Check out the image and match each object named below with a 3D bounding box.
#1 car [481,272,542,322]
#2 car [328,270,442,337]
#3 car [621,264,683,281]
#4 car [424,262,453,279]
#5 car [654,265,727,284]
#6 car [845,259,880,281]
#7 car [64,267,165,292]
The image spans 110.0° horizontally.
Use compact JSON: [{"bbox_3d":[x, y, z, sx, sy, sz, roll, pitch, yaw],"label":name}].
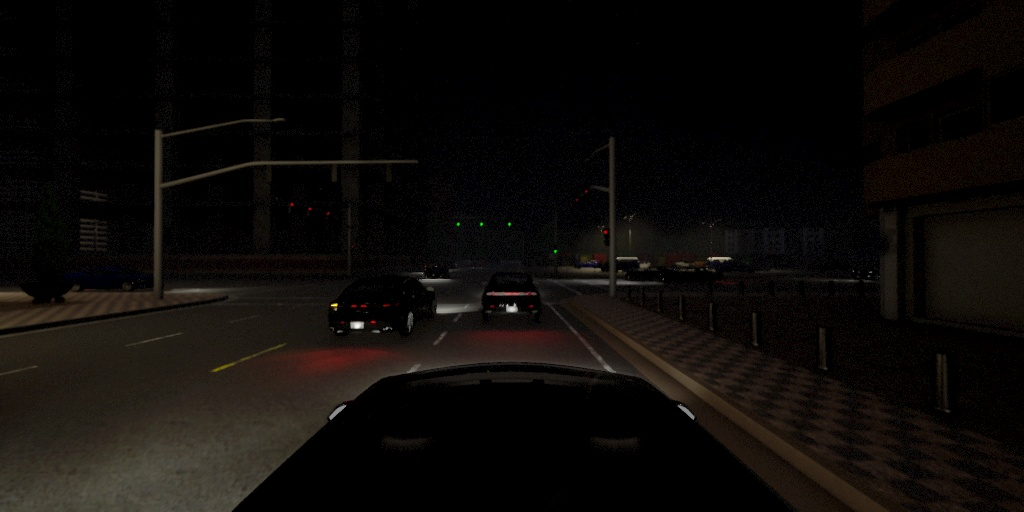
[{"bbox_3d":[-0.040,1.322,12.651,2.128,1.511,4.902,0,0,-1],"label":"car"},{"bbox_3d":[-3.508,1.319,10.493,1.837,1.490,4.892,0,0,-1],"label":"car"},{"bbox_3d":[13.064,1.638,33.459,4.718,1.301,1.895,0,0,0],"label":"car"},{"bbox_3d":[-7.652,1.646,36.839,1.994,1.385,4.181,0,1,-1],"label":"car"},{"bbox_3d":[14.831,1.613,29.971,4.718,1.301,1.895,0,0,0],"label":"car"},{"bbox_3d":[34.705,1.391,33.597,4.553,1.767,2.097,0,0,0],"label":"car"},{"bbox_3d":[-24.808,1.434,22.492,5.008,1.535,1.882,0,0,0],"label":"car"}]
